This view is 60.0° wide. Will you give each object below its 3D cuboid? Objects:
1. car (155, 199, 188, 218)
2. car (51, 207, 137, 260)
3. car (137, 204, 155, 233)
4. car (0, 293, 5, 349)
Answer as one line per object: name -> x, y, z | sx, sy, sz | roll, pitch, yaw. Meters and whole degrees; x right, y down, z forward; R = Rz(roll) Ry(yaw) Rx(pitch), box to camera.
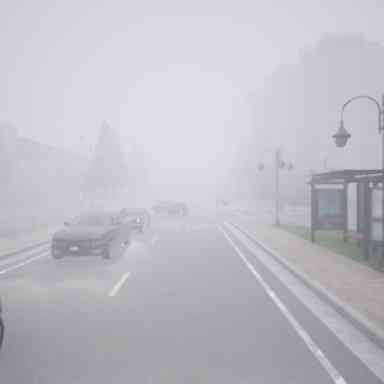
car -> -2.132, 1.446, 30.116 | 1.837, 1.490, 4.892 | 2, -1, -31
car -> -3.572, 1.454, 12.592 | 1.882, 1.535, 5.008 | 0, 0, 0
car -> -3.509, 1.565, 19.384 | 1.895, 1.301, 4.718 | 0, 0, 0
car -> -3.595, 1.347, 2.595 | 2.097, 1.767, 4.553 | 0, 0, 0
